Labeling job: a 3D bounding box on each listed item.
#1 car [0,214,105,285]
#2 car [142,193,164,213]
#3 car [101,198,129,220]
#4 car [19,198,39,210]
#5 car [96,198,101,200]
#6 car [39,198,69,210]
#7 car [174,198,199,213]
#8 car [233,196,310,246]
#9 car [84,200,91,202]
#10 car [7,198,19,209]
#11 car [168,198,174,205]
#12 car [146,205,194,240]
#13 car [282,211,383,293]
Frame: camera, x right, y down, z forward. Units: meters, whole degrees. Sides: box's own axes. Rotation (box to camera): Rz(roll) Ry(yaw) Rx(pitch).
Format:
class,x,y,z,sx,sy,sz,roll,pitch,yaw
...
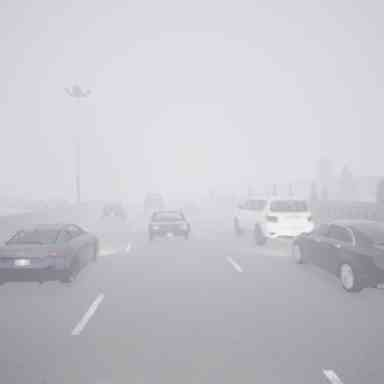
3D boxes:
class,x,y,z,sx,sy,sz,roll,pitch,yaw
car,-3.954,1.545,9.451,1.994,1.385,4.181,0,0,-5
car,-4.285,1.176,36.856,2.150,2.045,5.566,0,0,-9
car,-6.376,1.467,27.476,1.837,1.490,4.892,0,0,-9
car,-19.322,1.508,41.198,1.994,1.385,4.181,0,0,-9
car,-21.719,2.322,79.764,2.150,2.045,5.566,0,-5,-9
car,-15.274,1.440,37.915,2.128,1.511,4.902,0,0,-9
car,-0.508,1.483,35.604,1.812,1.442,4.674,0,0,-9
car,3.543,1.205,15.487,2.150,2.045,5.566,0,0,-8
car,-25.631,2.621,82.125,1.882,1.535,5.008,0,-6,-9
car,-23.496,1.503,45.356,1.994,1.385,4.181,0,0,-8
car,-2.186,1.494,45.919,2.033,1.411,5.357,0,0,-9
car,-1.257,1.576,16.754,1.895,1.301,4.718,0,0,-8
car,4.250,1.498,8.892,1.837,1.490,4.892,0,0,-4
